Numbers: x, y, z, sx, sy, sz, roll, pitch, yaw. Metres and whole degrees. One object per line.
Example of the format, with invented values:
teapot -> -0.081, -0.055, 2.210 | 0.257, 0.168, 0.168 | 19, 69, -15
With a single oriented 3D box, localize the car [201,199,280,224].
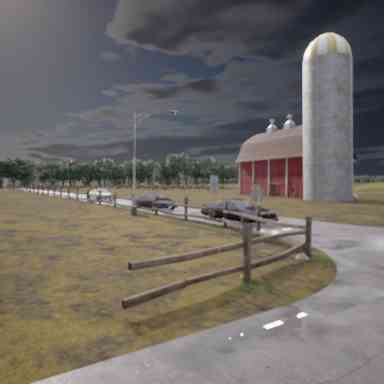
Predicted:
car -> 2.720, 1.124, 20.294 | 2.033, 1.411, 5.357 | -1, 2, -36

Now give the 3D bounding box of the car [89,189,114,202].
car -> -10.722, 0.340, 39.118 | 1.812, 1.442, 4.674 | -1, 2, -35

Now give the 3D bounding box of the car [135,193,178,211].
car -> -3.302, 0.774, 28.720 | 2.033, 1.411, 5.357 | -1, 2, -36
